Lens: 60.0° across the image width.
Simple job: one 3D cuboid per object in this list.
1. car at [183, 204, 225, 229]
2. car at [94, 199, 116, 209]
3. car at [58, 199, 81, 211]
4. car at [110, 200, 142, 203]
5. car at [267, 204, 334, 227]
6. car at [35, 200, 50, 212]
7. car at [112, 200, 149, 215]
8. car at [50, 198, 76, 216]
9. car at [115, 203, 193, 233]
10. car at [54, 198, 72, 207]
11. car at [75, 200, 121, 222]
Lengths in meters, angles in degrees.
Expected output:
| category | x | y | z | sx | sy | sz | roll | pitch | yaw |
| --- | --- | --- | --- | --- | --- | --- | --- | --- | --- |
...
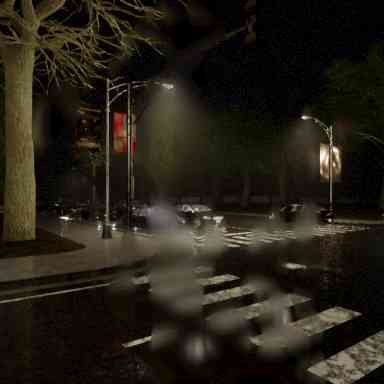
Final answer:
| category | x | y | z | sx | sy | sz | roll | pitch | yaw |
| --- | --- | --- | --- | --- | --- | --- | --- | --- | --- |
| car | 0.166 | 1.568 | 22.319 | 2.128 | 1.511 | 4.902 | 0 | 0 | -36 |
| car | -13.931 | 1.824 | 52.967 | 1.812 | 1.442 | 4.674 | 0 | -1 | -36 |
| car | -17.081 | 1.774 | 46.099 | 1.812 | 1.442 | 4.674 | 0 | -1 | -36 |
| car | -5.255 | 1.474 | 29.761 | 2.097 | 1.767 | 4.553 | 0 | 0 | -36 |
| car | 7.536 | 1.587 | 23.554 | 1.837 | 1.490 | 4.892 | 0 | 0 | -36 |
| car | -19.012 | 1.793 | 43.218 | 1.994 | 1.385 | 4.181 | 0 | -1 | -35 |
| car | -7.177 | 1.724 | 38.272 | 2.033 | 1.411 | 5.357 | 0 | 0 | -36 |
| car | -13.143 | 1.666 | 35.090 | 1.837 | 1.490 | 4.892 | 0 | 0 | -36 |
| car | -2.509 | 1.614 | 20.450 | 2.033 | 1.411 | 5.357 | 0 | 0 | -36 |
| car | -23.668 | 1.904 | 60.962 | 1.837 | 1.490 | 4.892 | 0 | -2 | -36 |
| car | -7.941 | 1.676 | 27.926 | 1.994 | 1.385 | 4.181 | 0 | 0 | -36 |
